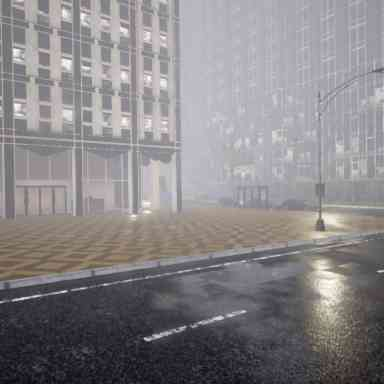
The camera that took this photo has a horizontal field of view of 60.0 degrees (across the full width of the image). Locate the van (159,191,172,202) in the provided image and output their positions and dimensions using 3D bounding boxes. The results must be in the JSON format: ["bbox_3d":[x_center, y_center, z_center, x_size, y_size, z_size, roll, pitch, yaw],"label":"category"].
[{"bbox_3d":[-4.308,0.935,59.399,1.690,1.788,3.998,0,1,-34],"label":"van"}]

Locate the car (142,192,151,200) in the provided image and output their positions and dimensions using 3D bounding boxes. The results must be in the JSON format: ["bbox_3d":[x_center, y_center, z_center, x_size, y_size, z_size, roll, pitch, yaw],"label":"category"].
[{"bbox_3d":[-10.744,1.037,68.771,2.008,1.369,4.403,0,1,-34],"label":"car"}]

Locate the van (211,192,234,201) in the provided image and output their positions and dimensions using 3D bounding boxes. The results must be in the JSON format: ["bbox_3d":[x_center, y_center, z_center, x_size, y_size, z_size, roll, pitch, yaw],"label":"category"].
[{"bbox_3d":[5.817,0.853,59.457,1.690,1.788,3.998,-1,1,-34],"label":"van"}]

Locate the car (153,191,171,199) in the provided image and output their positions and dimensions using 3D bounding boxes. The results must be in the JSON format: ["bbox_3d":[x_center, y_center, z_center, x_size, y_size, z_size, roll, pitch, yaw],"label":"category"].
[{"bbox_3d":[-7.055,0.612,78.197,2.192,1.841,5.009,0,1,-34],"label":"car"}]

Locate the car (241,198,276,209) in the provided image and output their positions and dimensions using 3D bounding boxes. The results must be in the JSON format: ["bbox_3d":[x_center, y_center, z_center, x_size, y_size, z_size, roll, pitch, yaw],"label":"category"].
[{"bbox_3d":[8.471,1.386,40.602,1.802,1.307,4.206,-1,1,-34],"label":"car"}]

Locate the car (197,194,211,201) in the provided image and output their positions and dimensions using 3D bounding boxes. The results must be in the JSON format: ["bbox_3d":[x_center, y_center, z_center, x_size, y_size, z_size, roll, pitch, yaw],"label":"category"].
[{"bbox_3d":[2.600,1.041,64.145,1.802,1.307,4.206,-1,1,-34],"label":"car"}]

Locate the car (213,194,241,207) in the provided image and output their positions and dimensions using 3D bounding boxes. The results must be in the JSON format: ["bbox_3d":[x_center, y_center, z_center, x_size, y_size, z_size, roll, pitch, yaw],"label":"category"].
[{"bbox_3d":[5.301,1.317,45.319,1.947,1.339,4.313,-1,1,-34],"label":"car"}]

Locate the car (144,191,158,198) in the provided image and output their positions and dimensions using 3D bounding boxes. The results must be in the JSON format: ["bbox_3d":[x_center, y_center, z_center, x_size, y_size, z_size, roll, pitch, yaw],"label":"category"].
[{"bbox_3d":[-10.273,0.683,82.883,1.967,1.590,4.097,0,1,-34],"label":"car"}]

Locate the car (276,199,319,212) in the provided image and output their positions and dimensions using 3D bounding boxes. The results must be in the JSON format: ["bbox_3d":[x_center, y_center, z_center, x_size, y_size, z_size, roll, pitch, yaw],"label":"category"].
[{"bbox_3d":[11.675,1.422,35.905,1.947,1.339,4.313,-1,1,-34],"label":"car"}]
